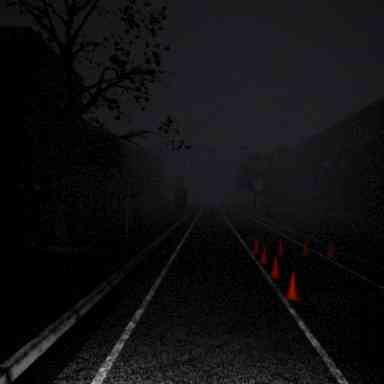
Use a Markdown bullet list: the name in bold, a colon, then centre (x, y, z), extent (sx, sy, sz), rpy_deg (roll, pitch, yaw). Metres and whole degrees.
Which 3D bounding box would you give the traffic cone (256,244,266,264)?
- **traffic cone**: centre (2.535, 2.203, 11.672), extent (0.340, 0.580, 0.340), rpy_deg (3, -1, 3)

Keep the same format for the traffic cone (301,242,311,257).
- **traffic cone**: centre (4.636, 2.322, 13.561), extent (0.340, 0.580, 0.340), rpy_deg (3, -1, 3)

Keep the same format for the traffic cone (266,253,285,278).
- **traffic cone**: centre (2.428, 2.177, 9.675), extent (0.340, 0.580, 0.340), rpy_deg (3, -1, 3)

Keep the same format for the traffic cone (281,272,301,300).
- **traffic cone**: centre (2.322, 2.150, 7.678), extent (0.340, 0.580, 0.340), rpy_deg (3, -1, 3)

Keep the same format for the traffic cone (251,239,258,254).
- **traffic cone**: centre (2.641, 2.230, 13.669), extent (0.340, 0.580, 0.340), rpy_deg (3, -1, 3)

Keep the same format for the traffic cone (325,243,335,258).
- **traffic cone**: centre (5.633, 2.368, 13.507), extent (0.340, 0.580, 0.340), rpy_deg (3, -1, 3)

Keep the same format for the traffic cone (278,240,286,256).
- **traffic cone**: centre (3.638, 2.276, 13.615), extent (0.340, 0.580, 0.340), rpy_deg (3, -1, 3)
